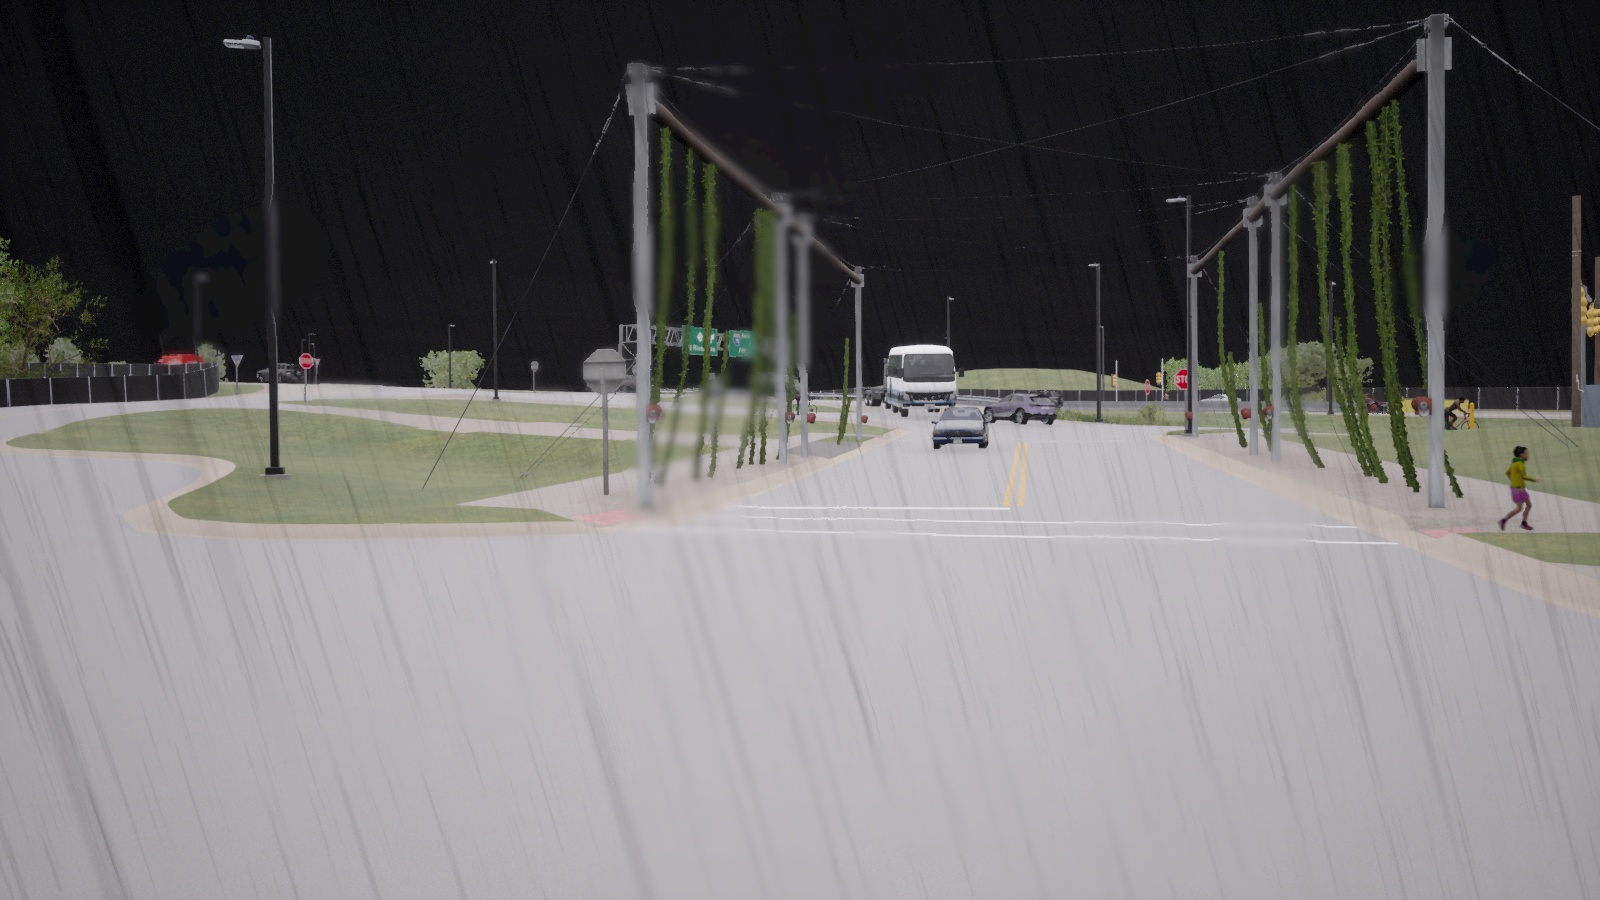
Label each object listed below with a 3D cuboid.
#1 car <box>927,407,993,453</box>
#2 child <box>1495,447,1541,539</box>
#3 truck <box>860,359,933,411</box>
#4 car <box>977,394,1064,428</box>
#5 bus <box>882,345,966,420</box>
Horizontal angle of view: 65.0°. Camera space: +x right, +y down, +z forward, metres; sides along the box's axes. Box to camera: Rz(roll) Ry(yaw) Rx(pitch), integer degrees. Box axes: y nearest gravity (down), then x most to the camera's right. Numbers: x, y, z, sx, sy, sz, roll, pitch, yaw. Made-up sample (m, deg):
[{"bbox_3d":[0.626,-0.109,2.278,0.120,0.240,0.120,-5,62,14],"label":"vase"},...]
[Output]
[{"bbox_3d":[5.758,-0.760,44.656,2.033,1.411,5.357,0,3,10],"label":"car"},{"bbox_3d":[9.278,0.548,16.235,0.473,1.160,0.299,0,1,23],"label":"child"},{"bbox_3d":[6.704,-4.677,88.364,2.891,3.462,7.936,-1,4,-13],"label":"truck"},{"bbox_3d":[11.460,-2.082,65.593,2.033,1.649,4.856,0,3,-25],"label":"car"},{"bbox_3d":[7.442,-4.248,77.097,3.944,4.253,10.273,0,4,-1],"label":"bus"}]
